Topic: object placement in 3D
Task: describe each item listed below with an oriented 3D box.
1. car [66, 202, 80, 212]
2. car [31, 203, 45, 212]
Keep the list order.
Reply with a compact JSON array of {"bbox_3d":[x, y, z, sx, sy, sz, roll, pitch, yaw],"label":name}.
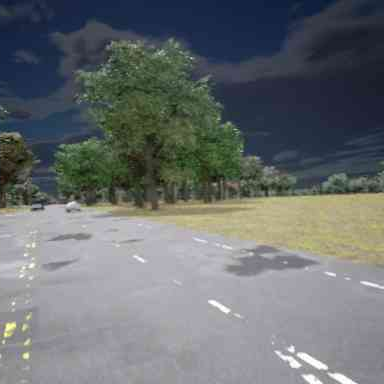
[{"bbox_3d":[-18.739,2.323,52.287,1.812,1.442,4.674,-3,0,-25],"label":"car"},{"bbox_3d":[-28.026,2.802,60.543,1.994,1.385,4.181,-3,0,-17],"label":"car"}]
